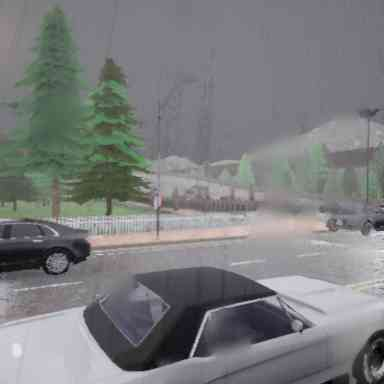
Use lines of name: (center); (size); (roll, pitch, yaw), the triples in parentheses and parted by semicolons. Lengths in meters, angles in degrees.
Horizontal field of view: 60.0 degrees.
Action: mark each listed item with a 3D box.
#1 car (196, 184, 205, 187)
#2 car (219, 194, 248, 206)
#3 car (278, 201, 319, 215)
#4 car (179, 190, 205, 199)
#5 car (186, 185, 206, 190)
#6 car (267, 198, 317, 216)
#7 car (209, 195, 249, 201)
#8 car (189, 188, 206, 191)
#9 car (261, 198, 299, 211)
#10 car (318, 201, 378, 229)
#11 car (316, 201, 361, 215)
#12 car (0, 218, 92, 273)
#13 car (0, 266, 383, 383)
car: (1.585, -1.031, 76.673); (2.128, 1.511, 4.902); (1, 7, -31)
car: (6.719, 1.195, 54.132); (1.882, 1.535, 5.008); (0, 3, -31)
car: (12.150, 1.742, 38.237); (1.994, 1.385, 4.181); (1, 0, -31)
car: (-0.306, 1.035, 52.242); (1.837, 1.490, 4.892); (1, 4, -31)
car: (0.314, 0.070, 65.061); (1.837, 1.490, 4.892); (1, 7, -30)
car: (10.137, 1.706, 34.790); (2.033, 1.411, 5.357); (0, 0, -31)
car: (4.962, 1.598, 43.406); (2.033, 1.411, 5.357); (1, 1, -31)
car: (1.912, 0.791, 55.370); (2.097, 1.767, 4.553); (1, 4, -31)
car: (11.922, 1.627, 45.414); (1.882, 1.535, 5.008); (1, 1, -31)
car: (8.711, 1.312, 16.700); (4.181, 1.385, 1.994); (1, 0, -29)
car: (16.539, 1.775, 37.731); (1.994, 1.385, 4.181); (1, 0, -31)
car: (-5.252, 1.488, 8.984); (4.892, 1.490, 1.837); (1, 0, -29)
car: (0.404, 1.612, 3.907); (4.718, 1.301, 1.895); (0, 0, -29)
